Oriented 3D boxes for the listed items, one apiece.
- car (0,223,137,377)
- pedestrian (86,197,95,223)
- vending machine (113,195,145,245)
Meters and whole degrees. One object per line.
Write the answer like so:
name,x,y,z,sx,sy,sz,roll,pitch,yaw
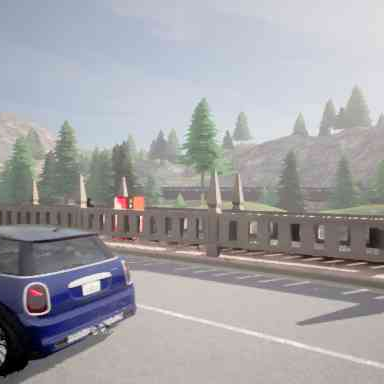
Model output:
car,-3.200,1.351,5.736,4.553,1.767,2.097,0,0,32
pedestrian,-4.437,1.136,14.295,0.375,1.860,0.375,1,1,28
vending machine,-2.789,1.189,14.724,0.880,2.100,1.100,1,0,29
